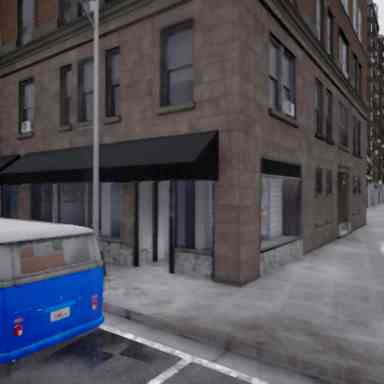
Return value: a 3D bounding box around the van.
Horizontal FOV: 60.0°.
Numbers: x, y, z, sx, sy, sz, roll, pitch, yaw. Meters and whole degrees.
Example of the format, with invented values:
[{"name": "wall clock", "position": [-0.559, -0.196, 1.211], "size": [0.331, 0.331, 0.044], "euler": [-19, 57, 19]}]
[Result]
[{"name": "van", "position": [-3.202, 1.337, 5.365], "size": [3.998, 1.788, 1.690], "euler": [0, 0, 36]}]
